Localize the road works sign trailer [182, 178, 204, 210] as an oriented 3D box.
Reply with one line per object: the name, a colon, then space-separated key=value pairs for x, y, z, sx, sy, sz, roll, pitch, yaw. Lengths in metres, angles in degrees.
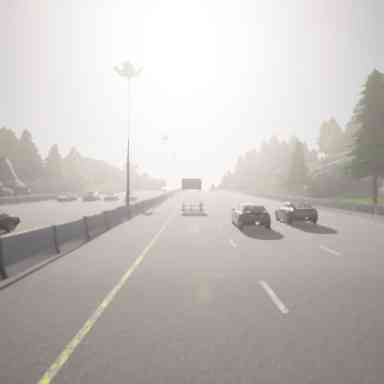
road works sign trailer: x=-0.013 y=0.178 z=38.274 sx=2.380 sy=3.560 sz=2.880 roll=0 pitch=1 yaw=-2

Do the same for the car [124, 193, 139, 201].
car: x=-10.501 y=0.831 z=57.931 sx=1.812 sy=1.442 sz=4.674 roll=0 pitch=1 yaw=1

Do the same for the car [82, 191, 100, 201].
car: x=-17.500 y=0.661 z=57.936 sx=2.097 sy=1.767 sz=4.553 roll=0 pitch=1 yaw=1

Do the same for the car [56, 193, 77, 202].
car: x=-21.002 y=0.907 z=56.012 sx=2.033 sy=1.411 sz=5.357 roll=0 pitch=1 yaw=1

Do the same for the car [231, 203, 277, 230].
car: x=3.608 y=1.434 z=20.754 sx=1.837 sy=1.490 sz=4.892 roll=0 pitch=1 yaw=0

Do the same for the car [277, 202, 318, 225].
car: x=7.108 y=1.400 z=23.043 sx=2.128 sy=1.511 sz=4.902 roll=0 pitch=1 yaw=0

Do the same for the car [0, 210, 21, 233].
car: x=-10.590 y=1.557 z=16.528 sx=1.895 sy=1.301 sz=4.718 roll=0 pitch=0 yaw=0

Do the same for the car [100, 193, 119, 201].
car: x=-14.001 y=0.831 z=57.933 sx=1.812 sy=1.442 sz=4.674 roll=0 pitch=1 yaw=1
